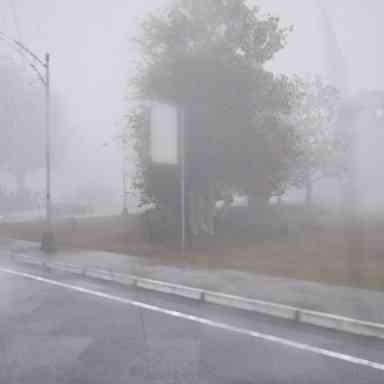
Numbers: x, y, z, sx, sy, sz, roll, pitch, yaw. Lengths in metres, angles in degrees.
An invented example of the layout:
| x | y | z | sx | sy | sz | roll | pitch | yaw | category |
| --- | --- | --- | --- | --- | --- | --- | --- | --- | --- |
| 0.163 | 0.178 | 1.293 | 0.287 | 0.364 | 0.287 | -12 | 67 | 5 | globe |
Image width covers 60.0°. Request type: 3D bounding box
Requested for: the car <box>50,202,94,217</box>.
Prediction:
| x | y | z | sx | sy | sz | roll | pitch | yaw | category |
| --- | --- | --- | --- | --- | --- | --- | --- | --- | --- |
| -12.472 | 1.750 | 34.390 | 2.128 | 1.511 | 4.902 | -1 | 0 | 39 | car |
